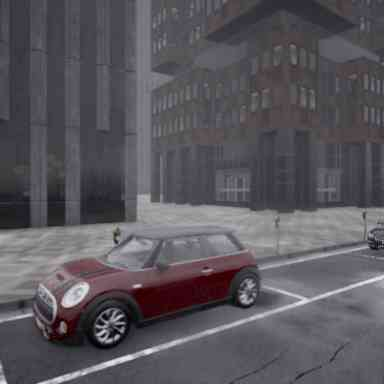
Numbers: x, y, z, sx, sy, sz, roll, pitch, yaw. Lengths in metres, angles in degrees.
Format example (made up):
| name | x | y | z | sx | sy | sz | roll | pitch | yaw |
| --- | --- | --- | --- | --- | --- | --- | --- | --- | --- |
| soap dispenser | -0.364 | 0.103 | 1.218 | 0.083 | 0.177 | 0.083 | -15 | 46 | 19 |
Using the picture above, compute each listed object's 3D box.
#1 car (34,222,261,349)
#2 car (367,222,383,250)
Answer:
| name | x | y | z | sx | sy | sz | roll | pitch | yaw |
| --- | --- | --- | --- | --- | --- | --- | --- | --- | --- |
| car | -0.675 | 1.424 | 6.165 | 4.097 | 1.590 | 1.967 | 0 | 0 | -35 |
| car | 8.330 | 1.473 | 12.571 | 4.403 | 1.369 | 2.008 | 0 | 0 | -35 |
